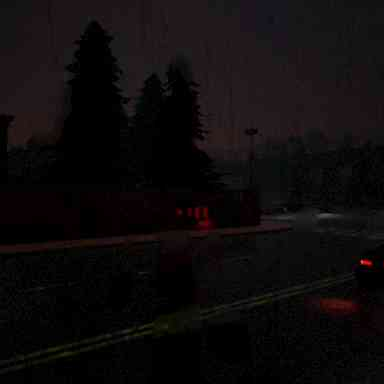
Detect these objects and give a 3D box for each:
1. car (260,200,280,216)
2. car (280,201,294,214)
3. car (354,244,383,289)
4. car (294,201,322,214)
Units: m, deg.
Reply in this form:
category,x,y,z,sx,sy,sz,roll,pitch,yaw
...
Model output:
category,x,y,z,sx,sy,sz,roll,pitch,yaw
car,6.442,1.647,35.150,1.882,1.535,5.008,0,0,-35
car,8.696,1.683,38.027,2.128,1.511,4.902,0,0,-35
car,6.136,1.611,8.143,5.357,1.411,2.033,0,0,-35
car,12.380,1.763,38.878,2.033,1.411,5.357,0,0,-35
